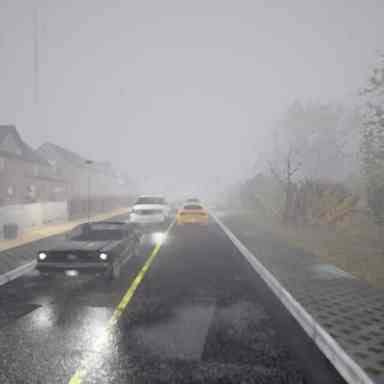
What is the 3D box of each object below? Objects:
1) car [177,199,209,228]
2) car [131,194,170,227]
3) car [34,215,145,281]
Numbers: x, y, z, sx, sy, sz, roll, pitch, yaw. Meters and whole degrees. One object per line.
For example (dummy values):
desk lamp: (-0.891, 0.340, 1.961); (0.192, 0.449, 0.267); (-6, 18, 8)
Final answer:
car: (0.066, 1.460, 21.903); (1.882, 1.535, 5.008); (0, 0, 0)
car: (-2.754, 1.202, 22.951); (2.150, 2.045, 5.566); (0, 0, 0)
car: (-2.790, 1.593, 9.985); (1.895, 1.301, 4.718); (0, 0, 1)
